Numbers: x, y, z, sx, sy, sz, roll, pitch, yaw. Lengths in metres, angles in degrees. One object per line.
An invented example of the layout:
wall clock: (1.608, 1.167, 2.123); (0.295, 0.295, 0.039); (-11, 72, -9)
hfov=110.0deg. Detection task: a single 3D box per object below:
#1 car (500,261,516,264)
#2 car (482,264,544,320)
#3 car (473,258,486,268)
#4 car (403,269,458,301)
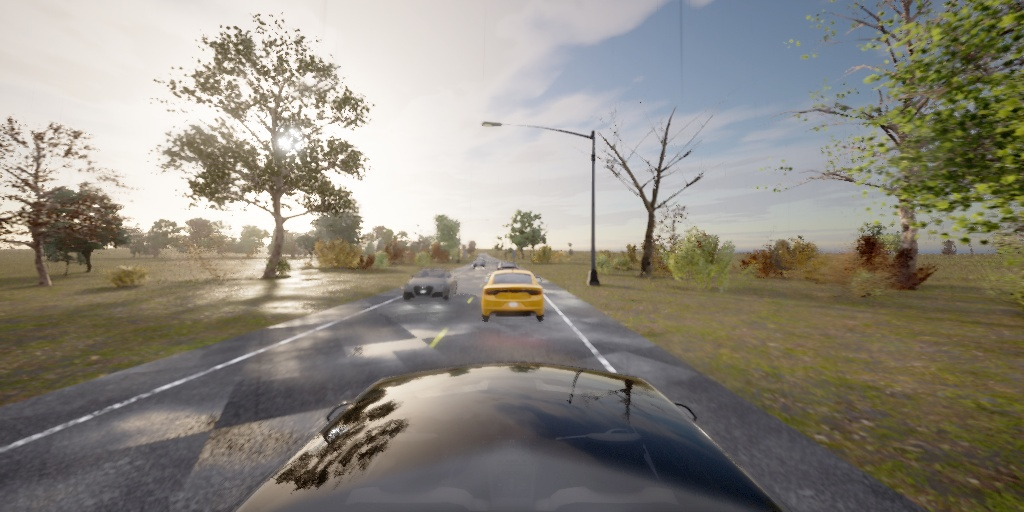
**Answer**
car: (-0.361, 1.196, 30.349); (2.128, 1.511, 4.902); (0, 0, -2)
car: (0.013, 1.214, 12.541); (1.882, 1.535, 5.008); (0, 0, -1)
car: (-5.196, 1.133, 57.285); (2.128, 1.511, 4.902); (0, 0, -3)
car: (-3.749, 1.296, 17.018); (1.994, 1.385, 4.181); (0, 0, -1)
